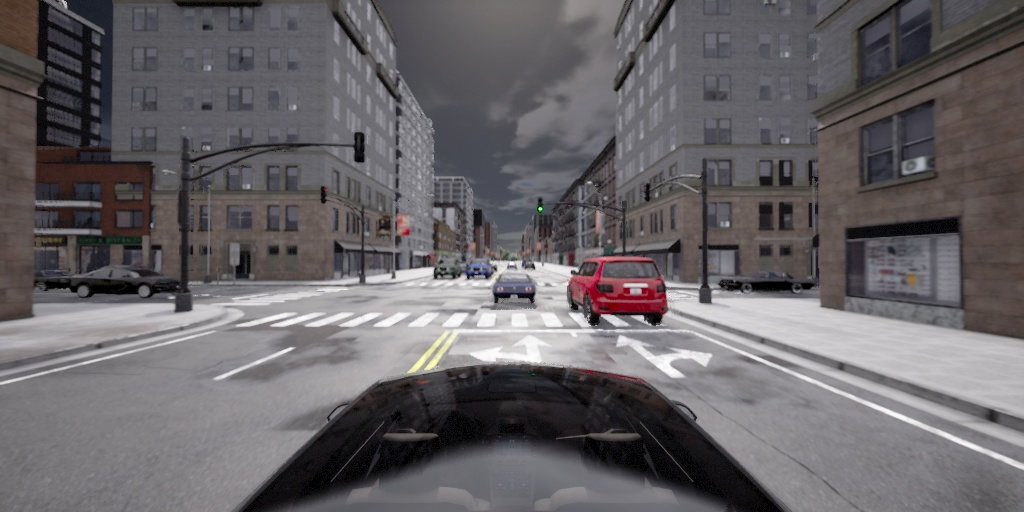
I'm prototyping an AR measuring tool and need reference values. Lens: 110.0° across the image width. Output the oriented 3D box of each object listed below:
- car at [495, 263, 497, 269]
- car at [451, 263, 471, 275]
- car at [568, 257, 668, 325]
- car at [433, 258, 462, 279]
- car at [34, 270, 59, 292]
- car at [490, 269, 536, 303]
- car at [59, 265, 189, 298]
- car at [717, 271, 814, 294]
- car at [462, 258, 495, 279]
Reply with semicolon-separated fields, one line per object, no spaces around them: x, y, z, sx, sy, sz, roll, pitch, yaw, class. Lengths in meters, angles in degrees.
-3.312;1.634;46.272;1.812;1.442;4.674;0;0;1;car
-6.565;1.673;46.448;1.994;1.385;4.181;0;0;0;car
3.349;1.059;12.381;2.150;2.045;5.566;0;0;0;car
-6.582;1.256;37.045;2.150;2.045;5.566;0;0;0;car
-28.769;1.488;21.733;4.718;1.301;1.895;0;-1;0;car
0.100;1.475;17.602;1.895;1.301;4.718;0;0;0;car
-19.858;1.339;18.739;5.008;1.535;1.882;0;-1;1;car
15.065;1.559;21.541;4.718;1.301;1.895;0;-1;0;car
-3.306;1.254;36.757;2.150;2.045;5.566;0;0;2;car
